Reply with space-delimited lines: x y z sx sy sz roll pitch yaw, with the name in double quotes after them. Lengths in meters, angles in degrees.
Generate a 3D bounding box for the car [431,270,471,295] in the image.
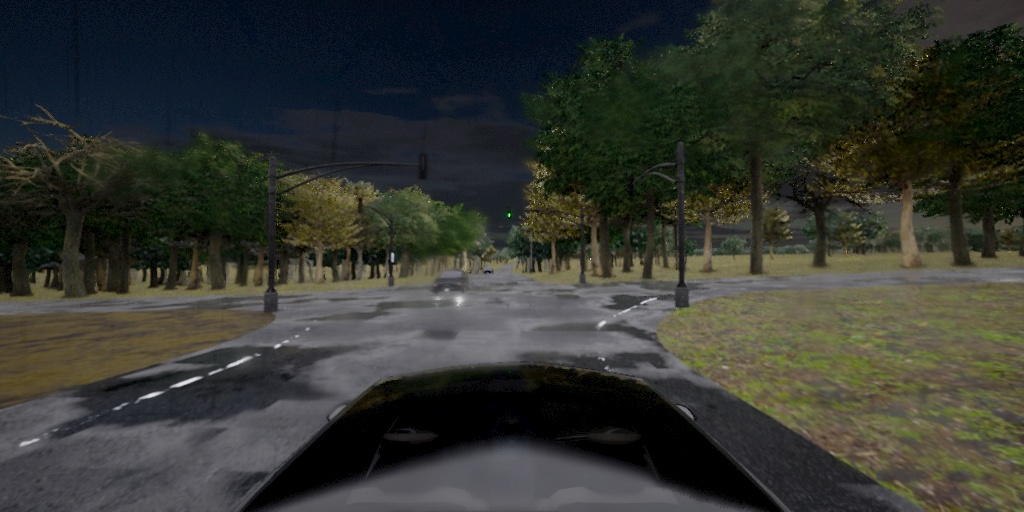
-3.643 1.597 22.441 2.033 1.411 5.357 -2 -2 -1 "car"
